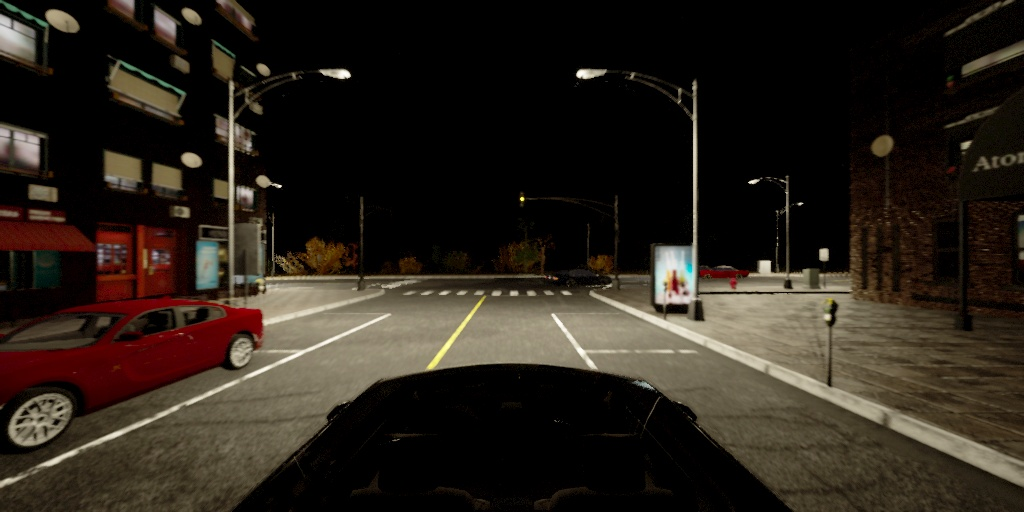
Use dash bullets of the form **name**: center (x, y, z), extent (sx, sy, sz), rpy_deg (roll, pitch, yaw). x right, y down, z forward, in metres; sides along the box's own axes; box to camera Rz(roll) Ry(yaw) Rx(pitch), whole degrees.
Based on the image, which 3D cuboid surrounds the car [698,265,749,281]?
- **car**: center (19.536, 1.630, 33.918), extent (4.718, 1.301, 1.895), rpy_deg (0, 0, 0)

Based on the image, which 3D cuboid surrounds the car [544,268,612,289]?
- **car**: center (5.025, 1.639, 26.882), extent (5.357, 1.411, 2.033), rpy_deg (0, -1, -25)

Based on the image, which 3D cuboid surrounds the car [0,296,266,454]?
- **car**: center (-5.691, 1.342, 5.166), extent (1.888, 1.381, 4.507), rpy_deg (0, 0, 0)
